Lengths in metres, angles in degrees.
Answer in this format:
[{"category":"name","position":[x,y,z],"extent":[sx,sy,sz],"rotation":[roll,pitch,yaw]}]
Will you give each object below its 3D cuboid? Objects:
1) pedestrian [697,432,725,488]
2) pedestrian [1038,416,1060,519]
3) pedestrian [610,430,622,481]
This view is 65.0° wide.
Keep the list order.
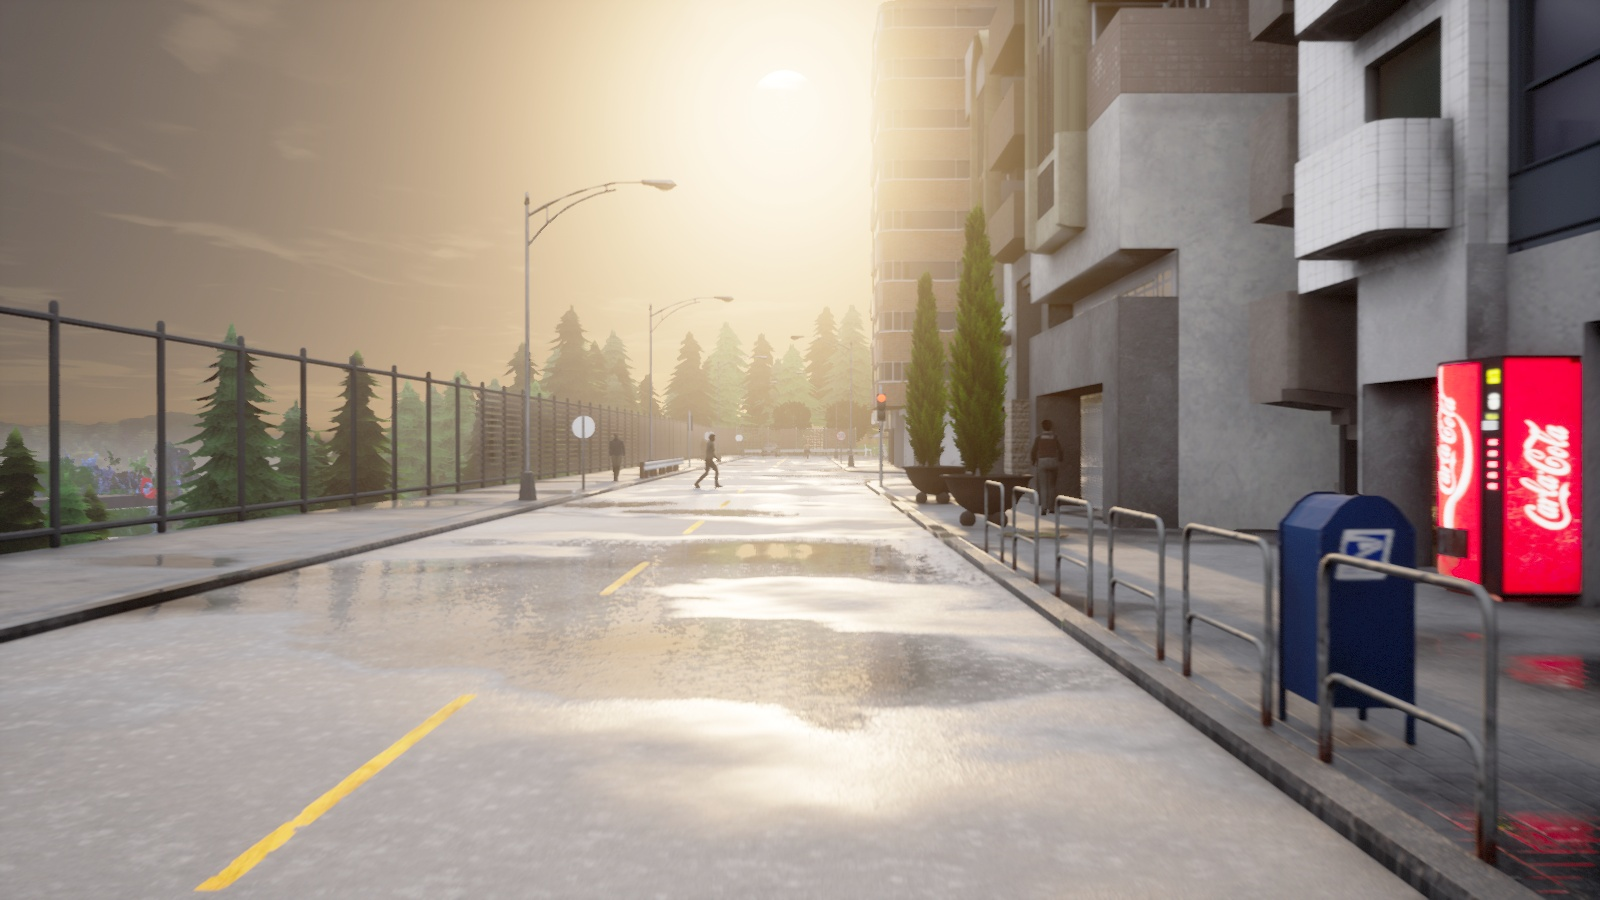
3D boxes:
[{"category":"pedestrian","position":[-2.866,0.319,40.405],"extent":[0.869,1.805,0.328],"rotation":[0,0,-13]},{"category":"pedestrian","position":[4.748,0.323,23.949],"extent":[0.402,1.930,0.666],"rotation":[0,0,12]},{"category":"pedestrian","position":[-6.606,0.197,45.075],"extent":[0.402,1.842,0.726],"rotation":[0,0,-5]}]
